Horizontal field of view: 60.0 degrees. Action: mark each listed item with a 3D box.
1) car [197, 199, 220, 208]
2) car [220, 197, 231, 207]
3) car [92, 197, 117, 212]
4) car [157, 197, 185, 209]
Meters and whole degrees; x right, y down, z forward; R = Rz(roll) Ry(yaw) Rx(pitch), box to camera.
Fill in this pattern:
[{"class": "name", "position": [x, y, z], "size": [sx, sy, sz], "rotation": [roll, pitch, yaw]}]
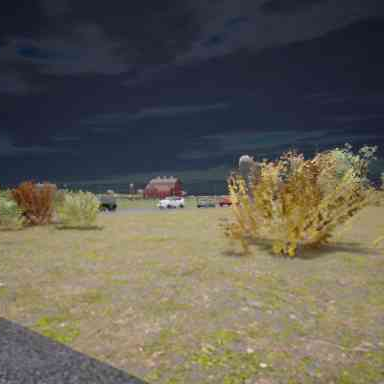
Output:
[{"class": "car", "position": [2.687, 2.228, 60.600], "size": [1.994, 1.385, 4.181], "rotation": [-1, -1, 36]}, {"class": "car", "position": [7.488, 1.977, 67.297], "size": [2.150, 2.045, 5.566], "rotation": [-1, -1, 36]}, {"class": "car", "position": [-12.809, 1.727, 45.432], "size": [2.150, 2.045, 5.566], "rotation": [-1, -2, 36]}, {"class": "car", "position": [-3.593, 1.896, 58.066], "size": [2.150, 2.045, 5.566], "rotation": [-2, -2, 38]}]
